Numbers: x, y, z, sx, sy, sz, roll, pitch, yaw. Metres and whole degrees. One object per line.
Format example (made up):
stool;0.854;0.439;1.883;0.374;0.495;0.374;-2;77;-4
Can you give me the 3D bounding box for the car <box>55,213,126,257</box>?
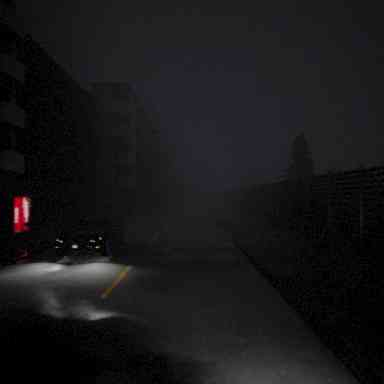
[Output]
car;-4.032;1.694;13.932;1.837;1.490;4.892;0;-1;0
